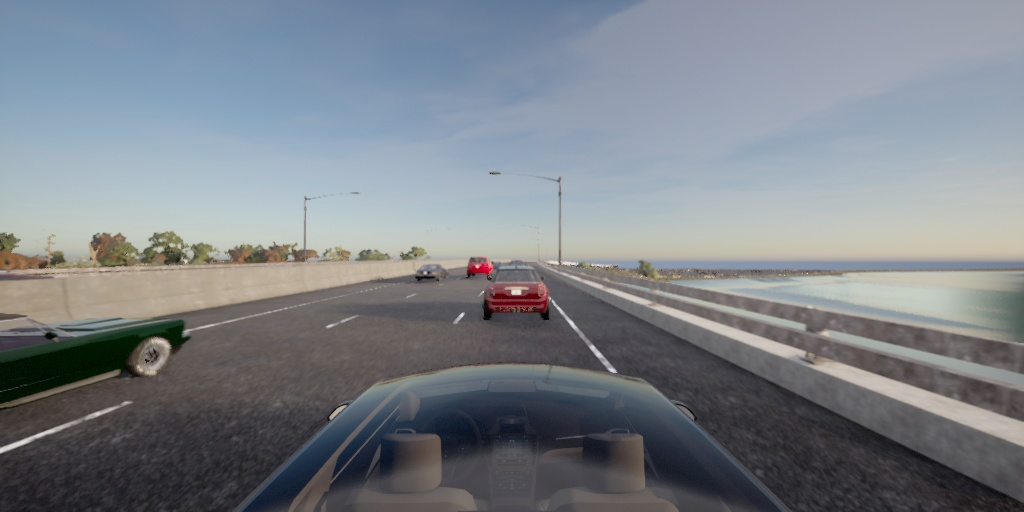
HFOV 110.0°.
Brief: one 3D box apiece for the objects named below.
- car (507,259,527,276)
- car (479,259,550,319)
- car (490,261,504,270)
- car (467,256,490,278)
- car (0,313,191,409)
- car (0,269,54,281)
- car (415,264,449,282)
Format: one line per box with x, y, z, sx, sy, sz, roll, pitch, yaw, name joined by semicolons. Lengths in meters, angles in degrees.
0.560;1.207;40.324;2.097;1.767;4.553;0;0;1;car
0.151;1.126;13.022;2.097;1.767;4.553;0;0;0;car
-2.438;1.486;58.161;1.994;1.385;4.181;0;0;2;car
-3.059;1.058;35.019;2.150;2.045;5.566;0;0;1;car
-6.893;1.355;4.463;1.895;1.301;4.718;0;0;0;car
-17.556;1.294;11.712;1.812;1.442;4.674;0;0;0;car
-6.652;1.370;30.195;2.033;1.411;5.357;0;0;1;car
